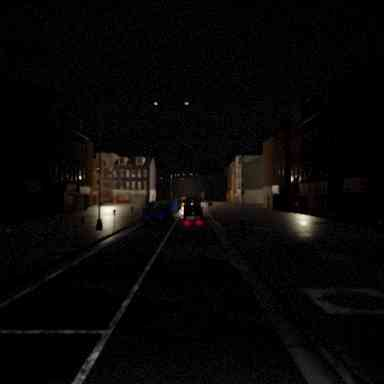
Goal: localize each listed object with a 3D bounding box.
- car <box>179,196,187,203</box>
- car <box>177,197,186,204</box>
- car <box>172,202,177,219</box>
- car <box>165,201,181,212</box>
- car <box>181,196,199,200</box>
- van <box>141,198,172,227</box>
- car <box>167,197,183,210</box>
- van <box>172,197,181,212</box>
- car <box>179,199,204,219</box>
[{"bbox_3d":[-2.577,2.203,94.268,2.192,1.841,5.009,0,-1,0],"label":"car"},{"bbox_3d":[-2.584,2.090,83.415,2.192,1.841,5.009,0,-1,0],"label":"car"},{"bbox_3d":[-2.621,1.827,29.836,1.947,1.339,4.313,0,-1,0],"label":"car"},{"bbox_3d":[-2.609,1.955,46.137,1.887,1.381,4.507,0,-1,0],"label":"car"},{"bbox_3d":[0.080,1.604,43.049,2.150,2.045,5.566,0,0,1],"label":"car"},{"bbox_3d":[-2.626,1.553,24.404,1.690,1.788,3.998,0,-1,0],"label":"van"},{"bbox_3d":[-2.607,1.776,51.573,2.192,1.841,5.009,0,-1,0],"label":"car"},{"bbox_3d":[-2.614,1.701,40.705,1.690,1.788,3.998,0,-1,0],"label":"van"},{"bbox_3d":[0.109,1.776,32.399,2.128,1.511,4.902,0,-1,0],"label":"car"}]
